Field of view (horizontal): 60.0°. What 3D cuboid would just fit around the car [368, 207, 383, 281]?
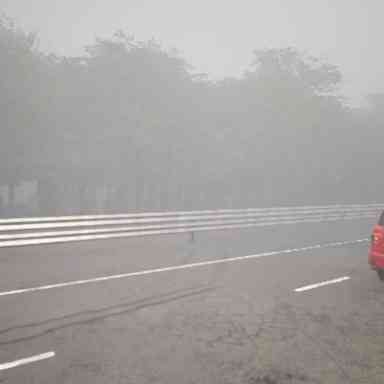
[{"bbox_3d":[6.708,1.221,8.331,5.566,2.045,2.150,0,0,-33],"label":"car"}]
